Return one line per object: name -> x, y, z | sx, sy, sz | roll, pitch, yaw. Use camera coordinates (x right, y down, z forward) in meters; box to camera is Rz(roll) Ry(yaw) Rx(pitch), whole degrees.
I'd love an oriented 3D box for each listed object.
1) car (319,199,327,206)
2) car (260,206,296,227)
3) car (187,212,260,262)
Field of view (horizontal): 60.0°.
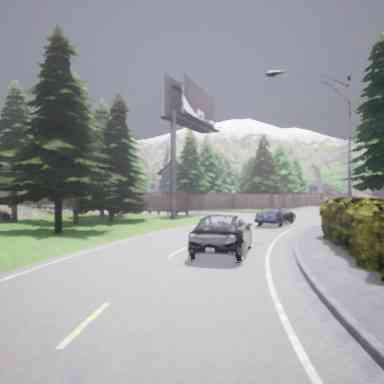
car -> 26.797, 2.184, 66.690 | 2.033, 1.411, 5.357 | 0, -1, 31
car -> 6.344, 1.791, 25.107 | 2.033, 1.411, 5.357 | 0, -1, 31
car -> 1.214, 1.617, 12.742 | 2.128, 1.511, 4.902 | 0, 0, 15
